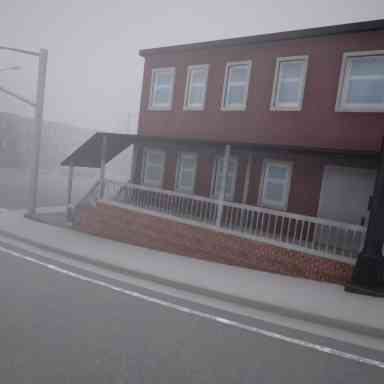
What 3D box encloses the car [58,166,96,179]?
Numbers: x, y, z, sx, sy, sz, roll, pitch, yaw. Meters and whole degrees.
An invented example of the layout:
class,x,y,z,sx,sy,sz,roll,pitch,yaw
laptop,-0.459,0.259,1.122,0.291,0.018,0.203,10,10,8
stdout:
class,x,y,z,sx,sy,sz,roll,pitch,yaw
car,-14.268,-2.657,41.572,2.097,1.767,4.553,10,6,35
